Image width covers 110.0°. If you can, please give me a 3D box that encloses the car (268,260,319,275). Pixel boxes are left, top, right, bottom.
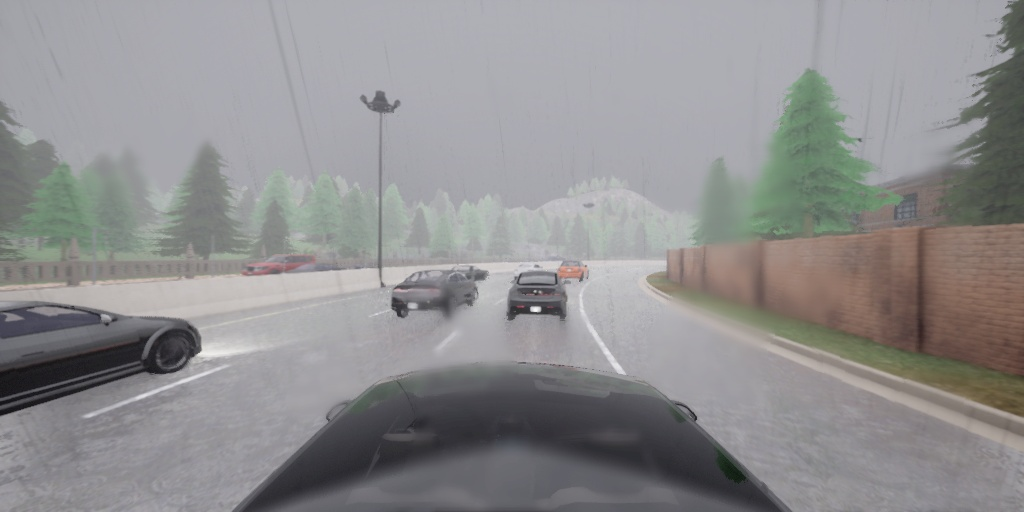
[{"bbox_3d":[-14.433,1.228,26.254,2.033,1.411,5.357,0,0,14],"label":"car"}]

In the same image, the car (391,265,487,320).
[{"bbox_3d":[-2.518,1.230,12.679,2.128,1.511,4.902,0,0,7],"label":"car"}]

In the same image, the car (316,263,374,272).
[{"bbox_3d":[-11.042,1.299,25.322,1.895,1.301,4.718,0,0,14],"label":"car"}]

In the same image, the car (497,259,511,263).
[{"bbox_3d":[-0.884,1.299,64.108,2.033,1.411,5.357,0,0,35],"label":"car"}]

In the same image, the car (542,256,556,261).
[{"bbox_3d":[6.765,1.014,62.710,2.150,2.045,5.566,0,0,37],"label":"car"}]

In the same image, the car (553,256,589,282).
[{"bbox_3d":[5.133,1.130,29.892,2.097,1.767,4.553,0,0,19],"label":"car"}]

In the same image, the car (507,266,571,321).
[{"bbox_3d":[0.972,1.261,12.535,1.837,1.490,4.892,0,0,7],"label":"car"}]

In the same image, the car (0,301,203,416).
[{"bbox_3d":[-6.694,1.281,4.804,1.994,1.385,4.181,0,0,2],"label":"car"}]

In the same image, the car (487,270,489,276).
[{"bbox_3d":[-3.285,1.337,26.595,1.895,1.301,4.718,0,0,15],"label":"car"}]

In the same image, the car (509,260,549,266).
[{"bbox_3d":[1.493,1.286,30.159,1.812,1.442,4.674,0,0,18],"label":"car"}]

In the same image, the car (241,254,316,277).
[{"bbox_3d":[-17.631,0.890,27.704,2.150,2.045,5.566,0,0,15],"label":"car"}]
